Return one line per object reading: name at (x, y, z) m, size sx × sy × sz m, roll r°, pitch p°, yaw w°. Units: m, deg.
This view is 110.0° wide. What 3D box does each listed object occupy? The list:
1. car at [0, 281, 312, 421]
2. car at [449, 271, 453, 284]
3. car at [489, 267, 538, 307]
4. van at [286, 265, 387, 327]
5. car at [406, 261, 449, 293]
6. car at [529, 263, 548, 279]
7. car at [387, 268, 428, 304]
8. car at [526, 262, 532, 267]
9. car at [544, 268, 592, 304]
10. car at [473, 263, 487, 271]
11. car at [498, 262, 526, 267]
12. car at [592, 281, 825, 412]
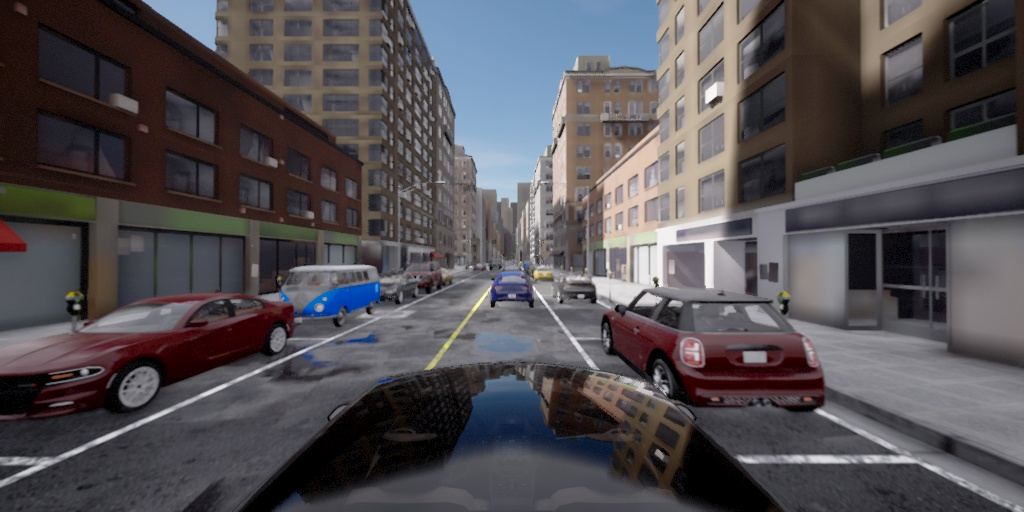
car at (-5.666, 1.336, 6.115) m, size 1.888 × 1.381 × 4.507 m, roll 0°, pitch 0°, yaw 0°
car at (-5.659, 1.529, 27.747) m, size 1.751 × 1.417 × 4.829 m, roll 0°, pitch 0°, yaw 0°
car at (0.009, 1.414, 16.229) m, size 1.812 × 1.442 × 4.674 m, roll 0°, pitch 0°, yaw 0°
van at (-5.665, 1.184, 11.566) m, size 1.690 × 1.789 × 3.998 m, roll 0°, pitch 0°, yaw 0°
car at (-5.661, 1.264, 22.466) m, size 2.192 × 1.841 × 5.009 m, roll 0°, pitch 0°, yaw 0°
car at (2.868, 1.584, 33.559) m, size 1.751 × 1.417 × 4.829 m, roll 0°, pitch 0°, yaw 0°
car at (-5.663, 1.446, 17.016) m, size 2.007 × 1.370 × 4.403 m, roll 0°, pitch 0°, yaw 0°
car at (2.869, 1.664, 38.837) m, size 2.007 × 1.370 × 4.403 m, roll 0°, pitch 0°, yaw 0°
car at (2.862, 1.447, 17.045) m, size 2.007 × 1.370 × 4.403 m, roll 0°, pitch 0°, yaw 0°
car at (-5.648, 1.917, 60.621) m, size 1.802 × 1.307 × 4.207 m, roll 0°, pitch 0°, yaw 0°
car at (0.014, 1.516, 31.325) m, size 1.882 × 1.535 × 5.008 m, roll 0°, pitch 0°, yaw 0°
car at (2.858, 1.231, 6.148) m, size 1.967 × 1.591 × 4.097 m, roll 0°, pitch 0°, yaw 0°
